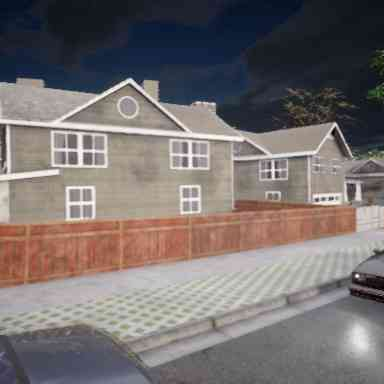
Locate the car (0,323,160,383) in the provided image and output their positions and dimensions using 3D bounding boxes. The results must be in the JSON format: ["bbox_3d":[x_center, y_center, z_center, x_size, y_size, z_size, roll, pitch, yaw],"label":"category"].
[{"bbox_3d":[-2.575,1.548,1.281,5.357,1.411,2.033,0,0,-37],"label":"car"}]

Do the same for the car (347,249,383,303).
[{"bbox_3d":[5.657,1.585,7.596,5.357,1.411,2.033,0,0,-39],"label":"car"}]
